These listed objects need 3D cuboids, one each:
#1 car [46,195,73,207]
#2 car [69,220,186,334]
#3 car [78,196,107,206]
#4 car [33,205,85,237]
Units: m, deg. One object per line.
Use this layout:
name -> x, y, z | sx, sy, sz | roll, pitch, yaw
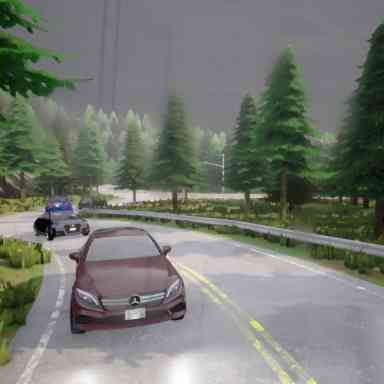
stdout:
car -> -12.833, 1.326, 32.223 | 2.150, 2.045, 5.566 | -1, 0, -18
car -> -1.515, 1.523, 7.060 | 1.812, 1.442, 4.674 | -2, 0, -17
car -> -12.680, 1.289, 42.810 | 2.097, 1.767, 4.553 | 2, 2, 13
car -> -7.038, 1.664, 17.763 | 1.994, 1.385, 4.181 | -4, 2, -38
